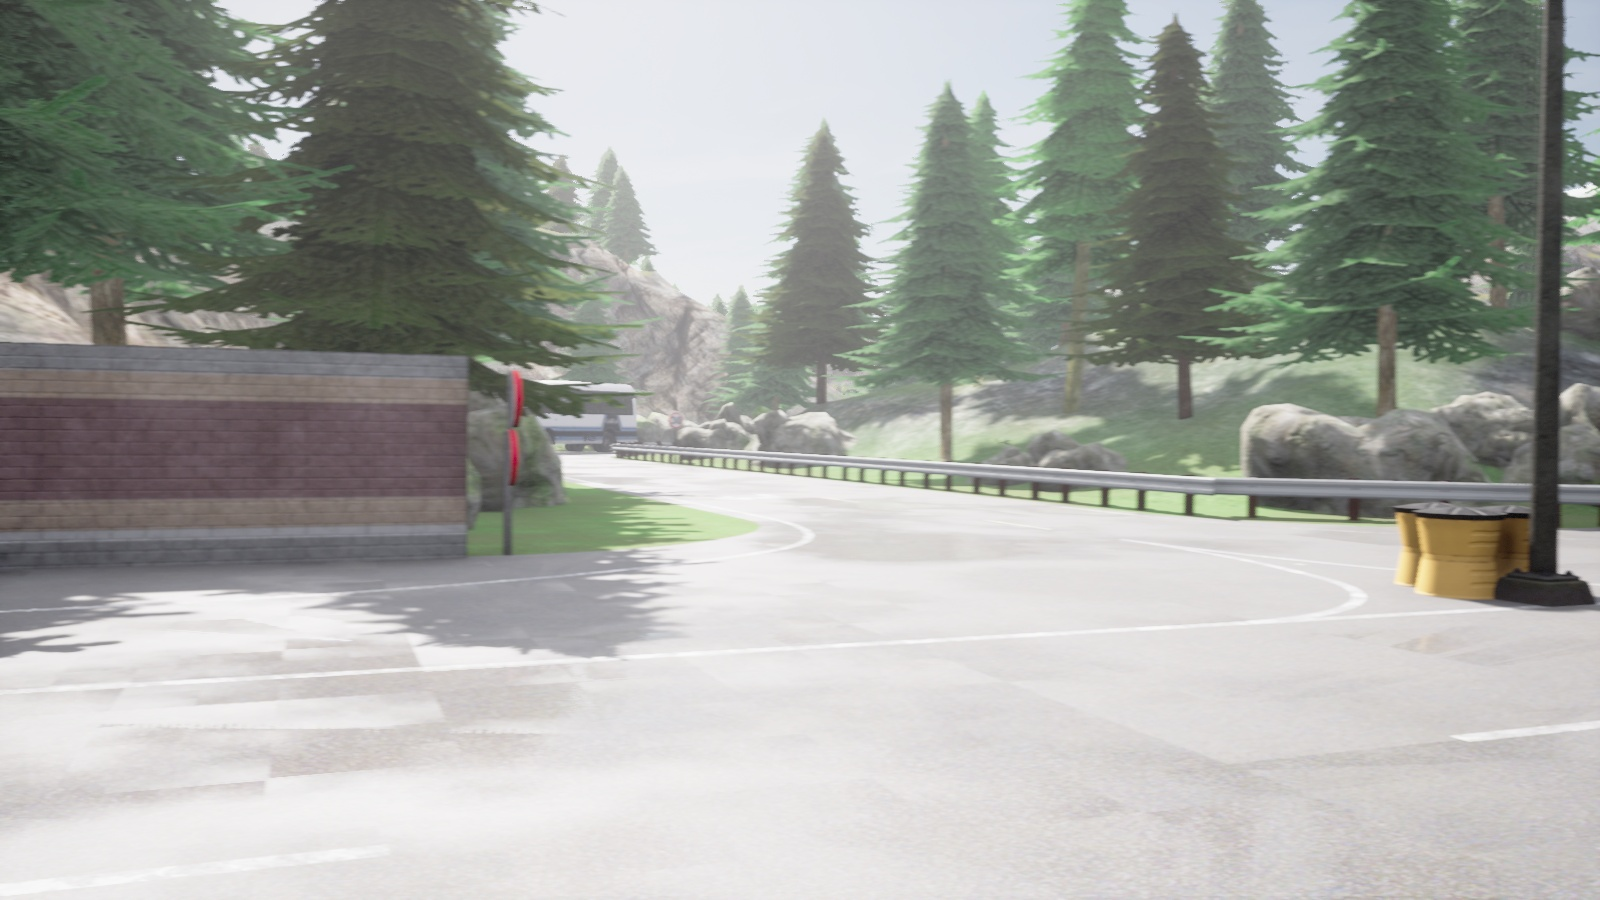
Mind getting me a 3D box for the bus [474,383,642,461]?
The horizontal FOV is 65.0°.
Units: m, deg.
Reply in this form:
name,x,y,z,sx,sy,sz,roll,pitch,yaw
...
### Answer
name,x,y,z,sx,sy,sz,roll,pitch,yaw
bus,-14.107,-1.643,74.311,3.944,4.253,10.273,-1,1,29
